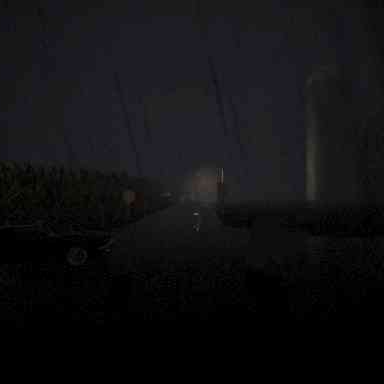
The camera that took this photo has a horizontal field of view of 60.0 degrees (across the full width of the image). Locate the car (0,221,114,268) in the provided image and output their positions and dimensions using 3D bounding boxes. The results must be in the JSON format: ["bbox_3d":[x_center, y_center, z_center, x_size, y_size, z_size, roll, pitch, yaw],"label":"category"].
[{"bbox_3d":[-4.931,1.584,10.487,4.718,1.301,1.895,0,0,-4],"label":"car"}]
